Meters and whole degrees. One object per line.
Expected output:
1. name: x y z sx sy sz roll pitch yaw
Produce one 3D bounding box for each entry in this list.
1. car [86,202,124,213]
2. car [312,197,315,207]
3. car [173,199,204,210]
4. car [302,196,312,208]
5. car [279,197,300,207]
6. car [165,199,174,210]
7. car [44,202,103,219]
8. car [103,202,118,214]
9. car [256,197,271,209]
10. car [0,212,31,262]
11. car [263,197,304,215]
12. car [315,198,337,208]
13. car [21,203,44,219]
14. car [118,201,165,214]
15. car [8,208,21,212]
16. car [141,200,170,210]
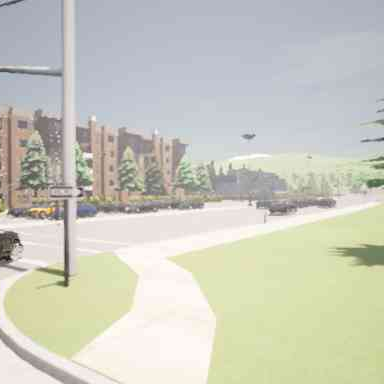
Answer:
1. car: -11.399 2.000 43.950 1.895 1.301 4.718 -1 0 35
2. car: 20.008 1.538 56.452 2.097 1.767 4.553 -1 0 35
3. car: -0.079 1.824 47.913 1.837 1.490 4.892 -1 0 35
4. car: 16.286 1.538 51.063 2.097 1.767 4.553 -1 0 36
5. car: 17.146 1.718 58.463 2.128 1.511 4.902 -1 0 35
6. car: -3.054 1.836 49.693 1.882 1.535 5.008 -1 0 35
7. car: -11.271 1.844 32.018 1.812 1.442 4.674 -1 0 35
8. car: -8.847 1.960 41.549 1.895 1.301 4.718 -1 0 35
9. car: 11.439 1.578 50.324 2.097 1.767 4.553 -1 0 35
10. car: -6.832 1.606 9.731 1.882 1.535 5.008 -2 0 -4
11. car: 9.899 1.635 35.759 2.128 1.511 4.902 -1 -1 35
12. car: 21.272 1.652 52.029 1.837 1.490 4.892 -1 0 35
13. car: -14.223 1.836 33.913 1.882 1.535 5.008 -1 0 35
14. car: -5.952 1.810 39.606 2.128 1.511 4.902 -1 0 35
15. car: -16.937 1.946 36.127 2.033 1.411 5.357 -1 0 35
16. car: -5.610 2.000 52.128 1.895 1.301 4.718 -1 0 35
